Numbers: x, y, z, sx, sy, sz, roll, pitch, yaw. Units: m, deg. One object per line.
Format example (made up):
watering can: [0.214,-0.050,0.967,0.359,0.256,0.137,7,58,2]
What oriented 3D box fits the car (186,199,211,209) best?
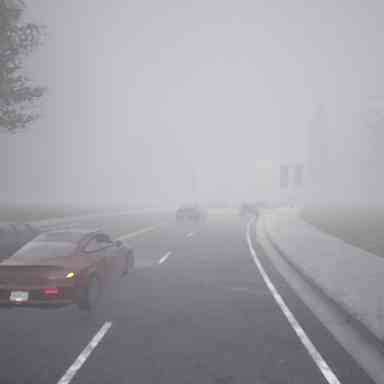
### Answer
car: [1.058,1.895,52.526,2.033,1.411,5.357,-1,0,23]

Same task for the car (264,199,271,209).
car: [10.818,1.753,50.915,1.812,1.442,4.674,-1,0,24]

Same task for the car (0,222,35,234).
car: [-6.084,1.647,10.100,2.033,1.411,5.357,0,-1,5]

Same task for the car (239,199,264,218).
car: [5.898,1.731,33.590,1.837,1.490,4.892,0,0,16]

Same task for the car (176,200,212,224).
car: [0.018,1.719,27.268,2.128,1.511,4.902,0,0,12]

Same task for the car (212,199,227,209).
car: [3.864,1.785,50.712,1.882,1.535,5.008,-1,-1,23]

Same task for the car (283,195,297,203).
car: [20.532,1.446,69.416,2.097,1.767,4.553,-1,0,29]

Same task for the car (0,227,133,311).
car: [-2.748,1.605,7.890,1.812,1.442,4.674,0,-1,4]
